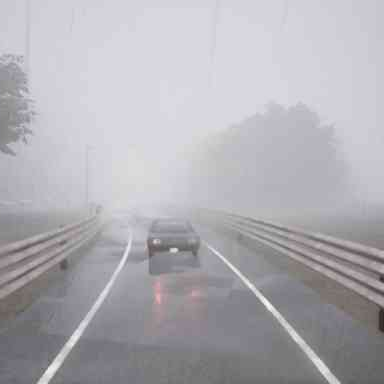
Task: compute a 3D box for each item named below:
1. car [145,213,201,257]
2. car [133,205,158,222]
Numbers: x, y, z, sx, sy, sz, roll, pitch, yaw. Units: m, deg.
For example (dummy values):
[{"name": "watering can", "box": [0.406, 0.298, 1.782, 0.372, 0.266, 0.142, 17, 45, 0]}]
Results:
[{"name": "car", "box": [-0.889, 1.751, 13.716, 1.895, 1.301, 4.718, 0, -1, -7]}, {"name": "car", "box": [-4.177, 1.855, 29.512, 1.812, 1.442, 4.674, 0, 0, -16]}]
